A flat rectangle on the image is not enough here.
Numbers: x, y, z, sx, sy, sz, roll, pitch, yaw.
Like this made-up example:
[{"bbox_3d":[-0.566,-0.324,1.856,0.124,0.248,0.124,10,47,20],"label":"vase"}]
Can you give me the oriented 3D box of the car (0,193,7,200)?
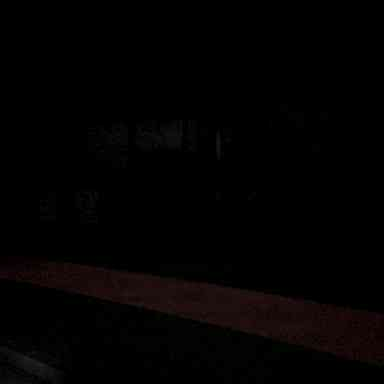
[{"bbox_3d":[-19.091,1.063,29.443,2.150,2.045,5.566,0,0,23],"label":"car"}]
